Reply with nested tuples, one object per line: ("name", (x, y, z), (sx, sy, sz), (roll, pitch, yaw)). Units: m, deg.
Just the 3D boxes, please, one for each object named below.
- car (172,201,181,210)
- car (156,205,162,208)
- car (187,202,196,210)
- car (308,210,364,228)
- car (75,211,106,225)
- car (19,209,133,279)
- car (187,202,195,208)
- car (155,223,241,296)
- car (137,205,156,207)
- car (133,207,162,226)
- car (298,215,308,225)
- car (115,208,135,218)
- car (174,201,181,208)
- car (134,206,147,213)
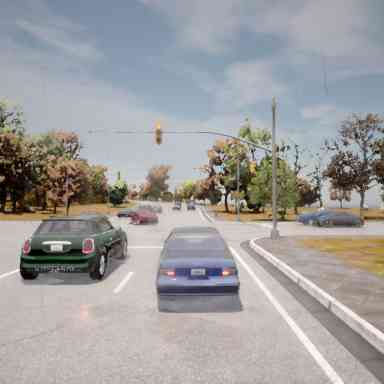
("car", (-3.660, 3.550, 77.891), (1.895, 1.301, 4.718), (0, 0, 0))
("car", (-7.143, 3.484, 68.324), (2.128, 1.511, 4.902), (0, 0, 0))
("car", (-0.160, 3.478, 77.833), (1.812, 1.442, 4.674), (0, 0, 0))
("car", (13.013, 2.455, 29.691), (4.181, 1.385, 1.994), (0, -3, -2))
("car", (-10.670, 2.709, 35.133), (1.994, 1.385, 4.181), (0, -3, 0))
("car", (-3.437, 1.488, 10.572), (2.097, 1.767, 4.553), (0, -1, 0))
("car", (-0.276, 3.318, 88.016), (1.994, 1.385, 4.181), (0, 0, -4))
("car", (0.074, 1.647, 8.955), (2.033, 1.411, 5.357), (0, -1, -1))
("car", (-7.207, 2.979, 50.587), (2.150, 2.045, 5.566), (0, -2, 0))
("car", (-4.974, 2.558, 33.757), (1.882, 1.535, 5.008), (0, -3, -23))
("car", (13.180, 2.530, 33.185), (5.008, 1.535, 1.882), (0, -3, -1))
("car", (-10.699, 3.379, 53.493), (2.033, 1.411, 5.357), (0, -1, 0))
("car", (-3.774, 3.261, 87.923), (1.837, 1.490, 4.892), (0, 0, -4))
("car", (-10.641, 3.593, 68.583), (1.895, 1.301, 4.718), (0, 0, 0))
